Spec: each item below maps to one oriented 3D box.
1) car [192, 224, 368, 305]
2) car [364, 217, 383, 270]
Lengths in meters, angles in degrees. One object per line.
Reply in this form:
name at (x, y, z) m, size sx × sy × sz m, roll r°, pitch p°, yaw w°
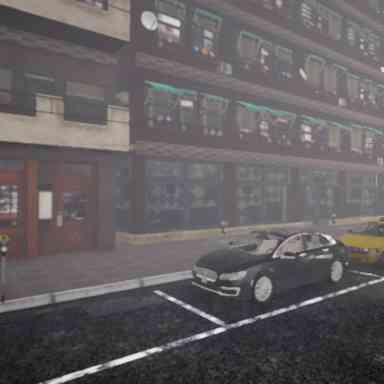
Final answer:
car at (2.031, 1.559, 8.006) m, size 4.403 × 1.369 × 2.008 m, roll 0°, pitch 0°, yaw -36°
car at (6.402, 1.541, 11.124) m, size 4.829 × 1.417 × 1.752 m, roll 0°, pitch 0°, yaw -36°
